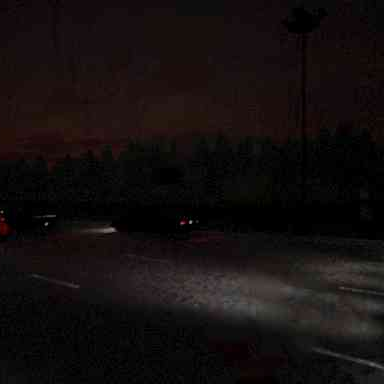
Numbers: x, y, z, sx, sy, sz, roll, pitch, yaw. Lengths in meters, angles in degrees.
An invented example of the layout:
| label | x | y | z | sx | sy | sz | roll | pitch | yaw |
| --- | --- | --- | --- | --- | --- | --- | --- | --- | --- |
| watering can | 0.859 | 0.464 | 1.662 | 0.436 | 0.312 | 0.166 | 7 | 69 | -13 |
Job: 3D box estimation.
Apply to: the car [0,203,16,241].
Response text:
| label | x | y | z | sx | sy | sz | roll | pitch | yaw |
| --- | --- | --- | --- | --- | --- | --- | --- | --- | --- |
| car | -10.830 | 1.430 | 16.017 | 4.553 | 1.767 | 2.097 | 0 | 0 | 35 |

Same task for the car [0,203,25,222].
| label | x | y | z | sx | sy | sz | roll | pitch | yaw |
| --- | --- | --- | --- | --- | --- | --- | --- | --- | --- |
| car | -16.968 | 1.680 | 28.989 | 5.357 | 1.411 | 2.033 | 0 | 0 | 35 |

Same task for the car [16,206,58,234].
| label | x | y | z | sx | sy | sz | roll | pitch | yaw |
| --- | --- | --- | --- | --- | --- | --- | --- | --- | --- |
| car | -9.984 | 1.576 | 19.710 | 4.902 | 1.511 | 2.128 | 0 | 0 | 35 |

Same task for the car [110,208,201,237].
| label | x | y | z | sx | sy | sz | roll | pitch | yaw |
| --- | --- | --- | --- | --- | --- | --- | --- | --- | --- |
| car | -2.111 | 1.601 | 18.394 | 5.357 | 1.411 | 2.033 | 0 | 0 | 35 |
